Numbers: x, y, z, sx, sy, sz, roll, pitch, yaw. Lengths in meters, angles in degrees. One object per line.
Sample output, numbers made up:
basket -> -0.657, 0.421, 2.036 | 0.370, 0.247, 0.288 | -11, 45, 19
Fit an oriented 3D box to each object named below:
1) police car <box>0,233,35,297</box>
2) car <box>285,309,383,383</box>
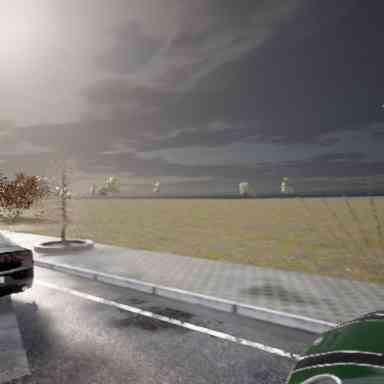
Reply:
police car -> -5.676, 1.439, 7.665 | 5.238, 1.638, 1.930 | 0, 0, 36
car -> 2.771, 1.352, 1.739 | 4.553, 1.767, 2.097 | 0, 0, 35
